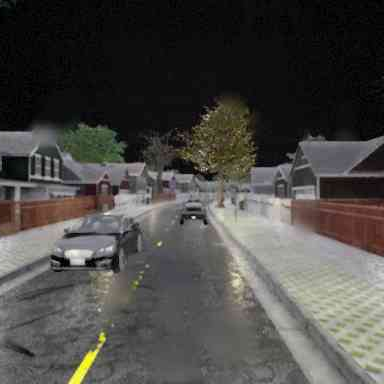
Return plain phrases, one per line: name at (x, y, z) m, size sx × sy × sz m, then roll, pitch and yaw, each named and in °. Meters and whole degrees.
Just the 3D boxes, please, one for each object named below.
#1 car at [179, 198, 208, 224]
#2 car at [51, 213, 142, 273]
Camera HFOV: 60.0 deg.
car at (0.112, 1.416, 24.211) m, size 1.837 × 1.490 × 4.892 m, roll 0°, pitch 0°, yaw 0°
car at (-2.808, 1.452, 10.670) m, size 2.128 × 1.511 × 4.902 m, roll 0°, pitch 0°, yaw 0°
